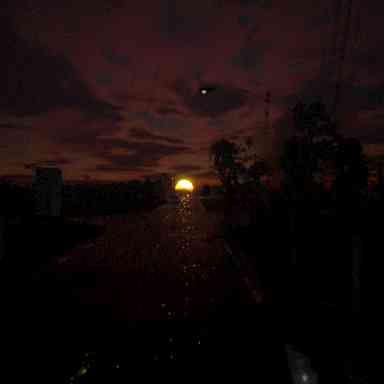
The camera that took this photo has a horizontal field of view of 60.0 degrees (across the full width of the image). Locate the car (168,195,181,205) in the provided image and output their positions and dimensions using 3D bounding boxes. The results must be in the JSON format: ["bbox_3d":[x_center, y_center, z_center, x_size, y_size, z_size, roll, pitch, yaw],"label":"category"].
[{"bbox_3d":[-2.746,1.278,51.839,1.812,1.442,4.674,0,2,0],"label":"car"}]
